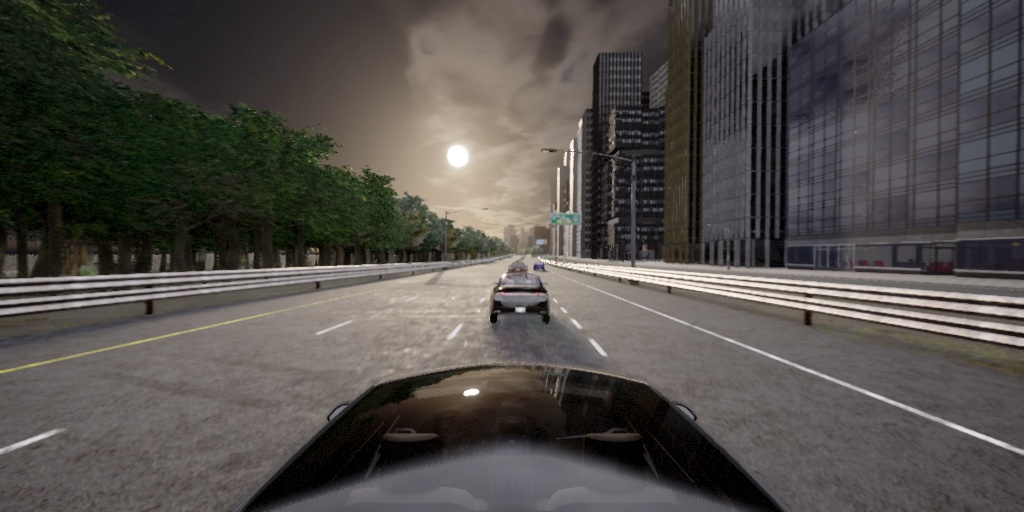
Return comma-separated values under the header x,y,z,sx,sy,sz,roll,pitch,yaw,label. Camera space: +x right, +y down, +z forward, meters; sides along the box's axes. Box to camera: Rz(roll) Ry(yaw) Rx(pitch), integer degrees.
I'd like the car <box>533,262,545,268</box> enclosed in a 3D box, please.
x,y,z,sx,sy,sz,roll,pitch,yaw,label
4.672,1.741,62.521,1.882,1.535,5.008,1,0,1,car

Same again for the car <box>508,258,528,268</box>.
x,y,z,sx,sy,sz,roll,pitch,yaw,label
0.650,1.417,38.567,2.097,1.767,4.553,1,0,1,car

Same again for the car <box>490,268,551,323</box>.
x,y,z,sx,sy,sz,roll,pitch,yaw,label
0.278,1.339,12.652,2.128,1.511,4.902,1,0,1,car
